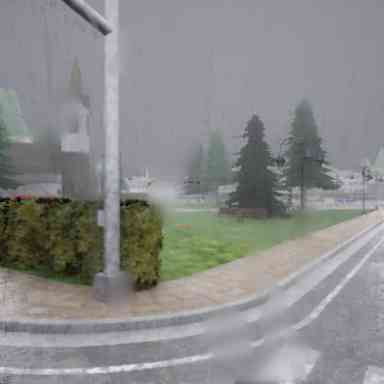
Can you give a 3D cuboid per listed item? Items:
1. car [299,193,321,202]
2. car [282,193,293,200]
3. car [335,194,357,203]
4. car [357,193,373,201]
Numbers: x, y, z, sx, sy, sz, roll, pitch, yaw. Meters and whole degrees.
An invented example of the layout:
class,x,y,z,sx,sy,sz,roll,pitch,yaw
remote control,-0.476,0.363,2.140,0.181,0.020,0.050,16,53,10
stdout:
class,x,y,z,sx,sy,sz,roll,pitch,yaw
car,27.205,1.531,75.722,3.806,1.475,1.970,0,0,35
car,25.097,1.502,91.854,3.633,1.501,1.845,0,0,35
car,31.567,1.503,69.020,3.633,1.501,1.845,0,0,35
car,42.355,1.251,84.153,4.605,1.855,1.932,0,0,35
